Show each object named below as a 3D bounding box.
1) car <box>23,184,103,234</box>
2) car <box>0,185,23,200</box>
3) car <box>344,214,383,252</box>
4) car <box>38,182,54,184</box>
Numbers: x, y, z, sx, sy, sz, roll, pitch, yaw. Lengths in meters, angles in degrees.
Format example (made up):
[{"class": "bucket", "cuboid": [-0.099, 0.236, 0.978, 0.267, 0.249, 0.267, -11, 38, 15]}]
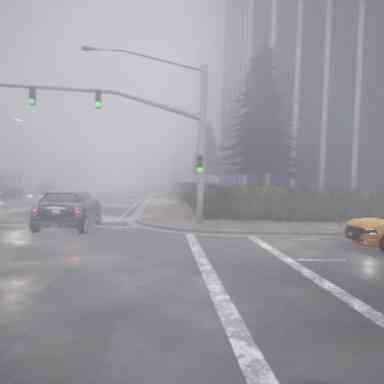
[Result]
[{"class": "car", "cuboid": [-5.348, 0.692, 14.740, 2.097, 1.767, 4.553, 2, 2, -5]}, {"class": "car", "cuboid": [-17.483, 0.010, 31.233, 1.895, 1.301, 4.718, 2, 2, -5]}, {"class": "car", "cuboid": [8.094, 1.285, 11.954, 5.008, 1.535, 1.882, 2, 2, -5]}, {"class": "car", "cuboid": [-18.302, -0.459, 41.377, 1.837, 1.490, 4.892, 2, 2, -4]}]
